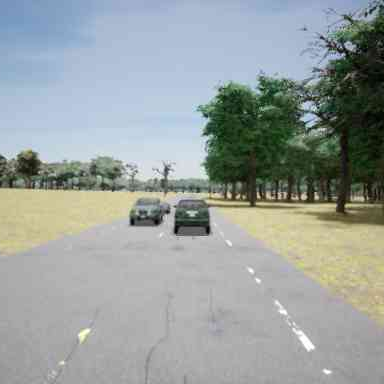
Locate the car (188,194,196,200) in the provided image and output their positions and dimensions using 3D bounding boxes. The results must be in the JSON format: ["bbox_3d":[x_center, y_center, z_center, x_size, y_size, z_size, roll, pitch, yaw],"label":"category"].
[{"bbox_3d":[0.056,1.384,91.363,2.128,1.511,4.902,0,1,0],"label":"car"}]

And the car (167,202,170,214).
[{"bbox_3d":[-3.485,1.788,38.721,1.812,1.442,4.674,0,0,0],"label":"car"}]

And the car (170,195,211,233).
[{"bbox_3d":[0.010,1.407,21.330,2.150,2.045,5.566,0,0,0],"label":"car"}]

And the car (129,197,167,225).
[{"bbox_3d":[-3.488,1.431,26.415,2.150,2.045,5.566,0,0,0],"label":"car"}]
